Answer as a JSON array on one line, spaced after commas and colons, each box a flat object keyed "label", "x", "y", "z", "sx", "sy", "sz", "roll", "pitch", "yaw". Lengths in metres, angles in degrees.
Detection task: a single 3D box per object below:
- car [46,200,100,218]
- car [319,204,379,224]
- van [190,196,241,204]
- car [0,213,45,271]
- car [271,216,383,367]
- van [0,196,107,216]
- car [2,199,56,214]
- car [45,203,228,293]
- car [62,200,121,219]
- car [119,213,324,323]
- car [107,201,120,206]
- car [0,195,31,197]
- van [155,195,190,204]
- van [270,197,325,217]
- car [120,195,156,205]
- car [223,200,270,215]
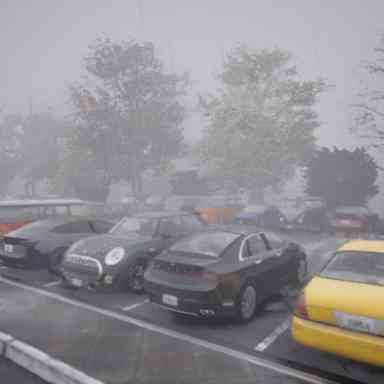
[{"label": "car", "x": -11.560, "y": 1.591, "z": 32.607, "sx": 2.002, "sy": 1.452, "sz": 4.674, "roll": 0, "pitch": 0, "yaw": 36}, {"label": "car", "x": 8.770, "y": 1.507, "z": 17.965, "sx": 2.163, "sy": 1.488, "sz": 4.792, "roll": 0, "pitch": 0, "yaw": 36}, {"label": "van", "x": 2.084, "y": 1.270, "z": 22.899, "sx": 1.878, "sy": 1.987, "sz": 4.442, "roll": 0, "pitch": 0, "yaw": 36}, {"label": "car", "x": -3.429, "y": 1.521, "z": 10.640, "sx": 2.163, "sy": 1.488, "sz": 4.792, "roll": 0, "pitch": 0, "yaw": 36}, {"label": "car", "x": 3.409, "y": 1.482, "z": 5.897, "sx": 1.946, "sy": 1.575, "sz": 5.366, "roll": 0, "pitch": 0, "yaw": 36}, {"label": "van", "x": -5.630, "y": 1.275, "z": 12.336, "sx": 1.878, "sy": 1.987, "sz": 4.442, "roll": 0, "pitch": 0, "yaw": 36}, {"label": "car", "x": -18.203, "y": 1.578, "z": 37.391, "sx": 2.097, "sy": 1.535, "sz": 5.008, "roll": 0, "pitch": 0, "yaw": 36}, {"label": "car", "x": -1.179, "y": 1.359, "z": 9.018, "sx": 2.185, "sy": 1.767, "sz": 4.553, "roll": 0, "pitch": 0, "yaw": 36}, {"label": "car", "x": -9.218, "y": 1.541, "z": 30.906, "sx": 2.097, "sy": 1.535, "sz": 5.008, "roll": 0, "pitch": 0, "yaw": 36}, {"label": "car", "x": 1.053, "y": 1.483, "z": 7.361, "sx": 2.231, "sy": 1.521, "sz": 4.892, "roll": 0, "pitch": 0, "yaw": 36}, {"label": "car", "x": -4.739, "y": 1.272, "z": 27.645, "sx": 2.435, "sy": 2.045, "sz": 5.566, "roll": 0, "pitch": 0, "yaw": 36}, {"label": "car", "x": -20.564, "y": 1.336, "z": 39.067, "sx": 2.435, "sy": 2.045, "sz": 5.566, "roll": 0, "pitch": 0, "yaw": 36}, {"label": "van", "x": -0.299, "y": 1.280, "z": 24.331, "sx": 1.878, "sy": 1.987, "sz": 4.442, "roll": 0, "pitch": 0, "yaw": 36}, {"label": "van", "x": 6.458, "y": 1.255, "z": 19.465, "sx": 1.878, "sy": 1.987, "sz": 4.442, "roll": 0, "pitch": 0, "yaw": 35}, {"label": "car", "x": -2.492, "y": 1.263, "z": 26.024, "sx": 2.435, "sy": 2.045, "sz": 5.566, "roll": 0, "pitch": 0, "yaw": 36}, {"label": "car", "x": 4.266, "y": 1.487, "z": 21.187, "sx": 2.097, "sy": 1.535, "sz": 5.008, "roll": 0, "pitch": 0, "yaw": 36}]
